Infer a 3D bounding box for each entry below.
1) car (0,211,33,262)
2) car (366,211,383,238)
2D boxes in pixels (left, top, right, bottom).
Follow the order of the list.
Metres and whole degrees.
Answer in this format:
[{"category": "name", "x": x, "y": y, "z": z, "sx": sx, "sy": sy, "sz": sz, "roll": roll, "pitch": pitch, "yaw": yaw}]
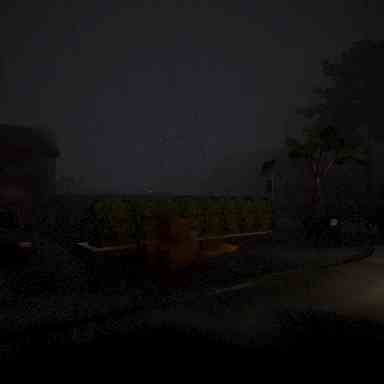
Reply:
[{"category": "car", "x": -6.477, "y": 1.356, "z": 10.777, "sx": 2.033, "sy": 1.415, "sz": 5.357, "roll": 0, "pitch": 0, "yaw": -33}, {"category": "car", "x": 10.094, "y": 1.478, "z": 14.932, "sx": 1.882, "sy": 1.535, "sz": 5.008, "roll": 1, "pitch": 0, "yaw": -9}]
